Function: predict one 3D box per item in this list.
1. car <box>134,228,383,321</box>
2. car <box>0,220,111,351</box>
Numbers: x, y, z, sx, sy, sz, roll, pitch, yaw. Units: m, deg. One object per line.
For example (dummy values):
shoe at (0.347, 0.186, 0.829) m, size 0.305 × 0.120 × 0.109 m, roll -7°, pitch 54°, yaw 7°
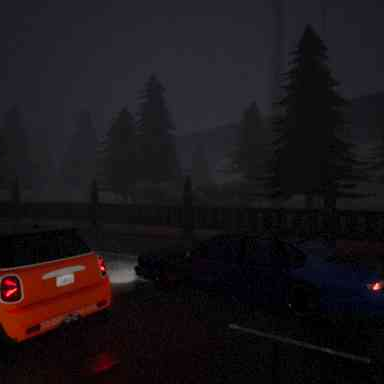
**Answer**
car at (1.263, 1.521, 7.193) m, size 5.357 × 1.411 × 2.033 m, roll 0°, pitch 0°, yaw 33°
car at (-3.689, 1.328, 6.120) m, size 4.553 × 1.767 × 2.097 m, roll 0°, pitch 0°, yaw 32°
